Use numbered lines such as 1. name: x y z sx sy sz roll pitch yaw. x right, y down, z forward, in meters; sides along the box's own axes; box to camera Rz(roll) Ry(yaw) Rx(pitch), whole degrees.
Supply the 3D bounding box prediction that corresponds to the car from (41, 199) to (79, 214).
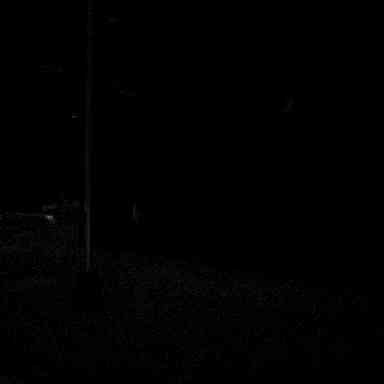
1. car: -13.436 1.514 35.080 1.812 1.442 4.674 1 1 35
